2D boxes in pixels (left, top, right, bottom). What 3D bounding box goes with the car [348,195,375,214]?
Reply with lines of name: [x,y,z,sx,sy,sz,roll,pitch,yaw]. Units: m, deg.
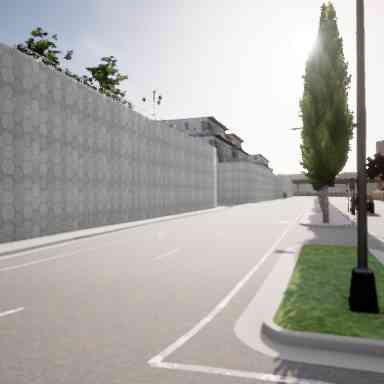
car: [19.006,1.313,37.415,2.150,2.045,5.566,0,0,21]
